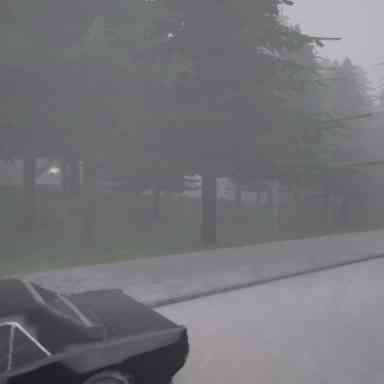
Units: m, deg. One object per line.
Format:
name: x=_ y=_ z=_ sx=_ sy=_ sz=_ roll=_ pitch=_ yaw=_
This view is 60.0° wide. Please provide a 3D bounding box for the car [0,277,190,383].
car: x=-2.430 y=1.598 z=2.857 sx=4.718 sy=1.301 sz=1.895 roll=0 pitch=0 yaw=-36
